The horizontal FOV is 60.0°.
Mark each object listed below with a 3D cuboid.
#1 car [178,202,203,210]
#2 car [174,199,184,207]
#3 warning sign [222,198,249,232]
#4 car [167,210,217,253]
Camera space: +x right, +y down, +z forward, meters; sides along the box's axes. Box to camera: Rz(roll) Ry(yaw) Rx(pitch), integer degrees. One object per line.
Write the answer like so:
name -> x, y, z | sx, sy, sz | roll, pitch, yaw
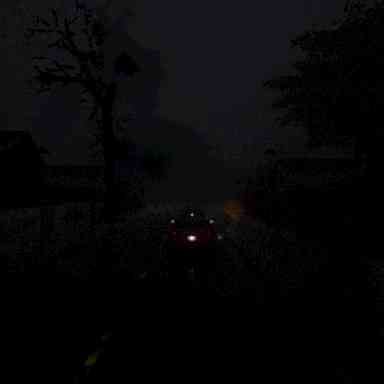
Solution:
car -> 0.019, 1.873, 29.368 | 1.994, 1.385, 4.181 | 0, -1, 0
car -> -2.719, 2.350, 71.939 | 2.097, 1.767, 4.553 | 0, -1, 0
warning sign -> 2.487, 1.304, 19.076 | 1.300, 1.860, 1.060 | -2, -3, 0
car -> 0.009, 1.703, 14.366 | 1.994, 1.385, 4.181 | 0, 0, 0
